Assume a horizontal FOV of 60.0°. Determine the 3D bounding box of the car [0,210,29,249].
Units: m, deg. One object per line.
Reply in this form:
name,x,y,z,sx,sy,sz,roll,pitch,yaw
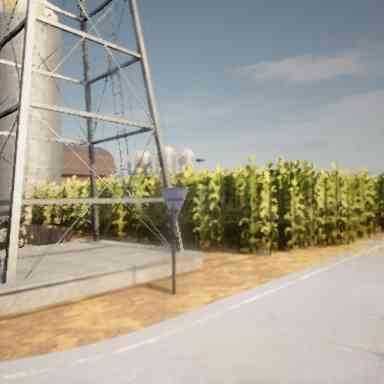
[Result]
car,-9.067,1.783,14.585,1.905,1.878,3.866,-1,-1,12
